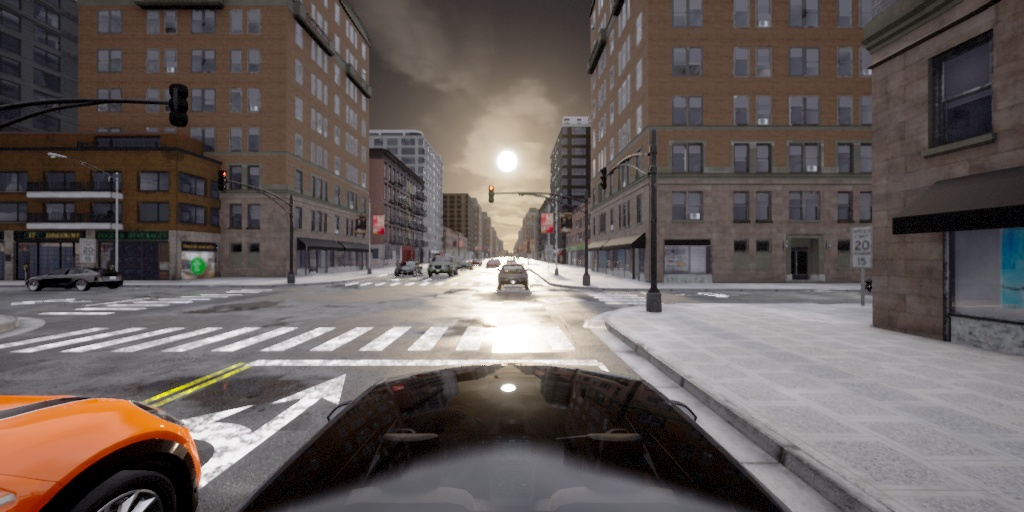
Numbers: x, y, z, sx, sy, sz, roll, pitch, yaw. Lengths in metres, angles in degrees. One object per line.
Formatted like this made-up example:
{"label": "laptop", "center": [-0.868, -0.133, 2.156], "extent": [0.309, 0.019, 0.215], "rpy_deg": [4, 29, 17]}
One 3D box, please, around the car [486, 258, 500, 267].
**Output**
{"label": "car", "center": [-3.359, 1.271, 61.955], "extent": [1.994, 1.385, 4.181], "rpy_deg": [0, 0, 0]}

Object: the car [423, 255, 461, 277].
{"label": "car", "center": [-6.650, 0.951, 34.863], "extent": [2.150, 2.045, 5.566], "rpy_deg": [0, 0, 0]}

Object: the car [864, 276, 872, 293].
{"label": "car", "center": [21.117, 1.301, 18.634], "extent": [4.892, 1.490, 1.837], "rpy_deg": [0, 0, 0]}

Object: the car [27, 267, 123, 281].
{"label": "car", "center": [-25.408, 1.319, 20.966], "extent": [4.313, 1.339, 1.948], "rpy_deg": [0, 0, 0]}

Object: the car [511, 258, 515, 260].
{"label": "car", "center": [-0.109, 1.308, 62.024], "extent": [1.895, 1.301, 4.718], "rpy_deg": [0, 0, 0]}

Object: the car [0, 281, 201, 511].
{"label": "car", "center": [-3.237, 1.103, 0.608], "extent": [2.097, 1.767, 4.553], "rpy_deg": [0, 0, 0]}

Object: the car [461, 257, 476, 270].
{"label": "car", "center": [-6.677, 1.280, 51.200], "extent": [1.994, 1.385, 4.181], "rpy_deg": [0, 0, 0]}

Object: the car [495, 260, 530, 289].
{"label": "car", "center": [0.062, 1.243, 23.202], "extent": [1.837, 1.490, 4.892], "rpy_deg": [0, 0, 0]}

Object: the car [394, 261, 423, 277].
{"label": "car", "center": [-9.906, 1.235, 34.755], "extent": [1.837, 1.490, 4.892], "rpy_deg": [0, 0, 0]}
